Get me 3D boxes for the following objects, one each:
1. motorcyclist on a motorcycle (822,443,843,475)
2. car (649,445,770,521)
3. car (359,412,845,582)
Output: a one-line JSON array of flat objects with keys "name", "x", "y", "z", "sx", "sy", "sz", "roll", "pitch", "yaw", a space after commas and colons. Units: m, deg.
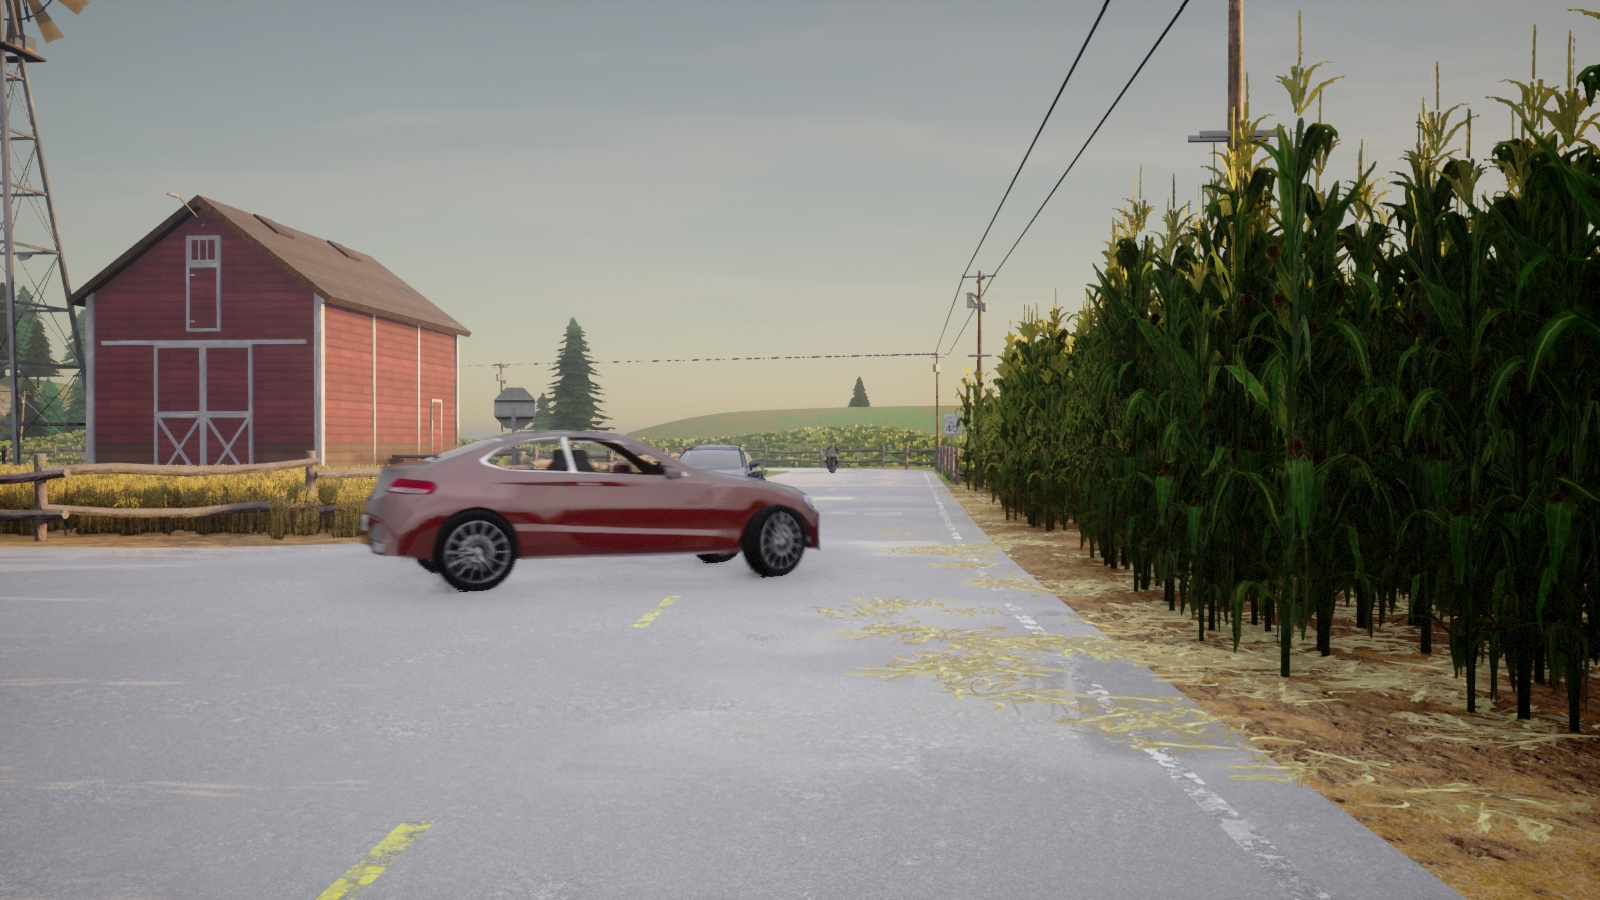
[{"name": "motorcyclist on a motorcycle", "x": 1.582, "y": 0.435, "z": 61.552, "sx": 0.866, "sy": 1.530, "sz": 2.191, "roll": -1, "pitch": 0, "yaw": 5}, {"name": "car", "x": -1.790, "y": 0.622, "z": 26.363, "sx": 1.812, "sy": 1.442, "sz": 4.674, "roll": 0, "pitch": 0, "yaw": 5}, {"name": "car", "x": -2.218, "y": 0.443, "z": 14.198, "sx": 5.027, "sy": 1.651, "sz": 2.152, "roll": 0, "pitch": 1, "yaw": -25}]
